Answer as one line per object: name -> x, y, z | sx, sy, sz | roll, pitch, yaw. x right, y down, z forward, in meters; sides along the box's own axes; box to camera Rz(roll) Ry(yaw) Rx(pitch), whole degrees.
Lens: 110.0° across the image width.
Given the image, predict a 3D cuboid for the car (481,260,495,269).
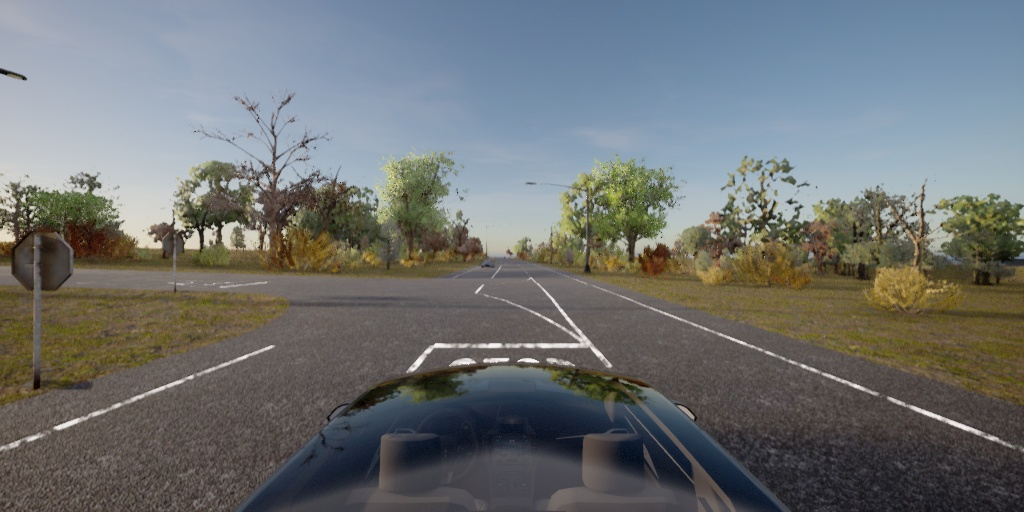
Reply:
car -> -3.659, 1.237, 54.477 | 1.994, 1.385, 4.181 | 0, 0, -1
